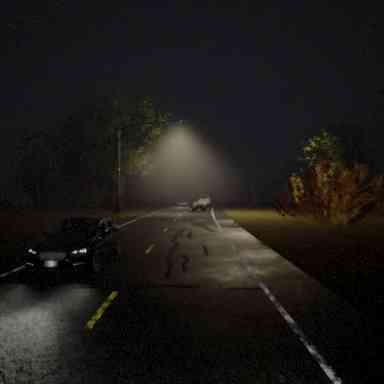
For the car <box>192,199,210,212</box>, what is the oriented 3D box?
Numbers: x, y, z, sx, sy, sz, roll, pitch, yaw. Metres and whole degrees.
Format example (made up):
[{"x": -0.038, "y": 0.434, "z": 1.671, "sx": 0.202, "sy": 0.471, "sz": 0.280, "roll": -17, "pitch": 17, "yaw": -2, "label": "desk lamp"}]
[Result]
[{"x": 1.040, "y": 1.908, "z": 44.108, "sx": 1.895, "sy": 1.301, "sz": 4.718, "roll": 0, "pitch": 0, "yaw": 3, "label": "car"}]

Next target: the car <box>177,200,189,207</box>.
[{"x": -1.615, "y": 2.008, "z": 59.493, "sx": 1.895, "sy": 1.301, "sz": 4.718, "roll": 0, "pitch": 0, "yaw": 5, "label": "car"}]

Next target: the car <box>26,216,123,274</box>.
[{"x": -3.585, "y": 1.578, "z": 10.928, "sx": 2.128, "sy": 1.511, "sz": 4.902, "roll": 0, "pitch": 0, "yaw": 0, "label": "car"}]

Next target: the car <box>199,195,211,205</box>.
[{"x": 2.466, "y": 1.652, "z": 64.407, "sx": 2.150, "sy": 2.045, "sz": 5.566, "roll": 0, "pitch": 0, "yaw": 5, "label": "car"}]
